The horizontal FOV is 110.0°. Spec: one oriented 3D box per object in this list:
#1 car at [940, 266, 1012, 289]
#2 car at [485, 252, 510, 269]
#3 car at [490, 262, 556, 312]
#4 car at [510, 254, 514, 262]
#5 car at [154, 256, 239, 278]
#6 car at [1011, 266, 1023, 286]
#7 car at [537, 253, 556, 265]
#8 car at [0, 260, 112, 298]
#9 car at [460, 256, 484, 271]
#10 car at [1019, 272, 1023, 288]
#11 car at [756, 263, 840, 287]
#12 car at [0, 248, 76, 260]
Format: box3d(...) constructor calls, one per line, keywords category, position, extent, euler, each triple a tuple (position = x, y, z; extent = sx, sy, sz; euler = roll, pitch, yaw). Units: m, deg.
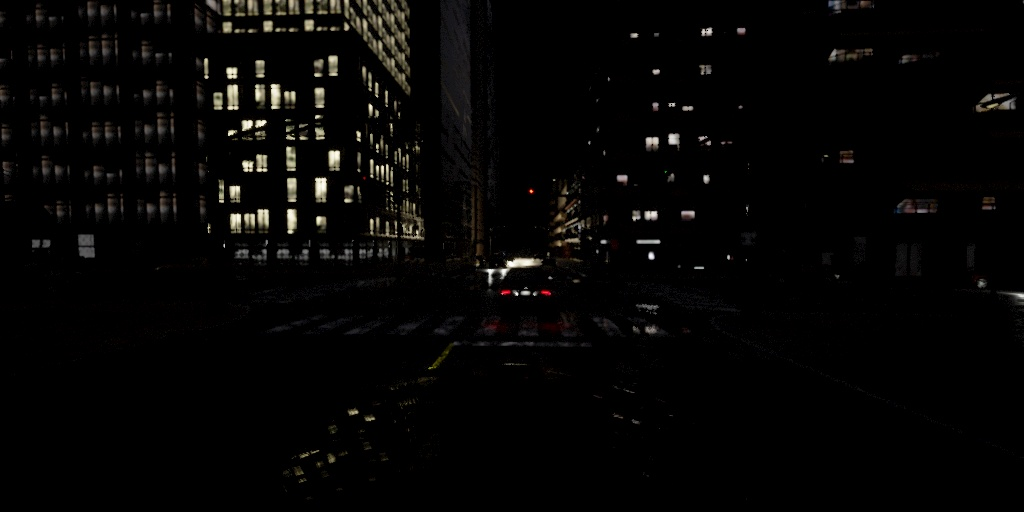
box3d(category="car", position=(28.153, 1.181, 21.093), extent=(4.507, 1.381, 1.888), euler=(0, 0, 3))
box3d(category="car", position=(-1.556, 0.647, 40.455), extent=(1.837, 1.490, 4.892), euler=(0, 1, 2))
box3d(category="car", position=(0.523, 1.117, 13.255), extent=(2.033, 1.411, 5.357), euler=(0, 1, 3))
box3d(category="car", position=(-0.768, 0.419, 58.972), extent=(1.994, 1.385, 4.181), euler=(0, 1, 3))
box3d(category="car", position=(-20.821, 0.678, 23.717), extent=(4.829, 1.417, 1.751), euler=(0, 0, 3))
box3d(category="car", position=(29.519, 1.260, 18.405), extent=(4.674, 1.442, 1.812), euler=(1, 2, 3))
box3d(category="car", position=(4.321, 0.662, 42.693), extent=(2.007, 1.370, 4.403), euler=(0, 0, 2))
box3d(category="car", position=(-19.778, 0.982, 15.338), extent=(4.403, 1.370, 2.007), euler=(0, 0, 3))
box3d(category="car", position=(-4.287, 0.714, 37.212), extent=(1.751, 1.417, 4.829), euler=(0, 0, 2))
box3d(category="car", position=(22.165, 1.416, 13.029), extent=(4.313, 1.339, 1.948), euler=(0, 0, 3))
box3d(category="car", position=(17.103, 1.079, 21.693), extent=(4.403, 1.370, 2.007), euler=(0, 0, 3))
box3d(category="car", position=(-32.750, 0.342, 24.402), extent=(5.009, 1.841, 2.192), euler=(0, 0, 3))
